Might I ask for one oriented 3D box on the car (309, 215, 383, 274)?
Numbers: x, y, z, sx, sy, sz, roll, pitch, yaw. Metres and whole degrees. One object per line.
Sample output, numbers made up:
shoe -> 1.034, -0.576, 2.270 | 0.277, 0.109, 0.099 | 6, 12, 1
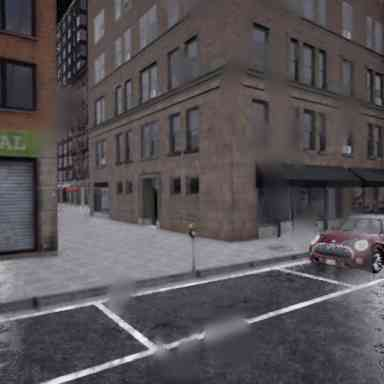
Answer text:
car -> 5.571, 1.475, 10.626 | 4.097, 1.590, 1.967 | 0, -1, -35
